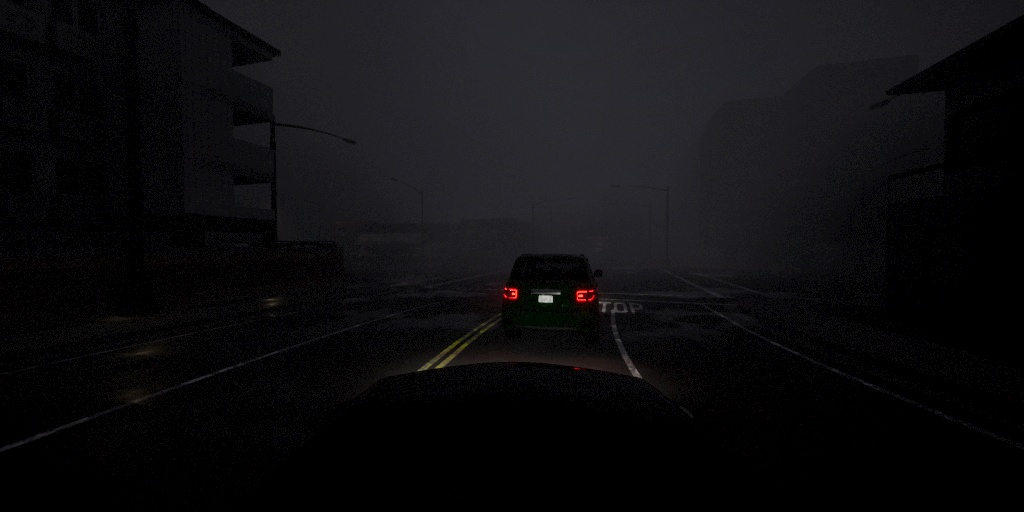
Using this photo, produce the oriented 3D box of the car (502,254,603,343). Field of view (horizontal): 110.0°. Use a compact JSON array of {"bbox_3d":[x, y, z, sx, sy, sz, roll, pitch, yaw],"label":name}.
[{"bbox_3d":[1.273,0.958,9.921,2.150,2.045,5.566,0,0,13],"label":"car"}]
